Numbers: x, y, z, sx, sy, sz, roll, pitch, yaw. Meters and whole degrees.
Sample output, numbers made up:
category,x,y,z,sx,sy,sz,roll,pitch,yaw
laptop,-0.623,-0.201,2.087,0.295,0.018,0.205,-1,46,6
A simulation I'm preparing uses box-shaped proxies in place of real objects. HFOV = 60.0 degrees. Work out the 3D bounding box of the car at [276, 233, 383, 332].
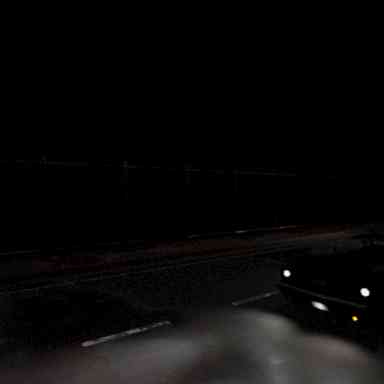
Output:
category,x,y,z,sx,sy,sz,roll,pitch,yaw
car,3.923,1.600,6.884,4.718,1.301,1.895,0,0,-36
